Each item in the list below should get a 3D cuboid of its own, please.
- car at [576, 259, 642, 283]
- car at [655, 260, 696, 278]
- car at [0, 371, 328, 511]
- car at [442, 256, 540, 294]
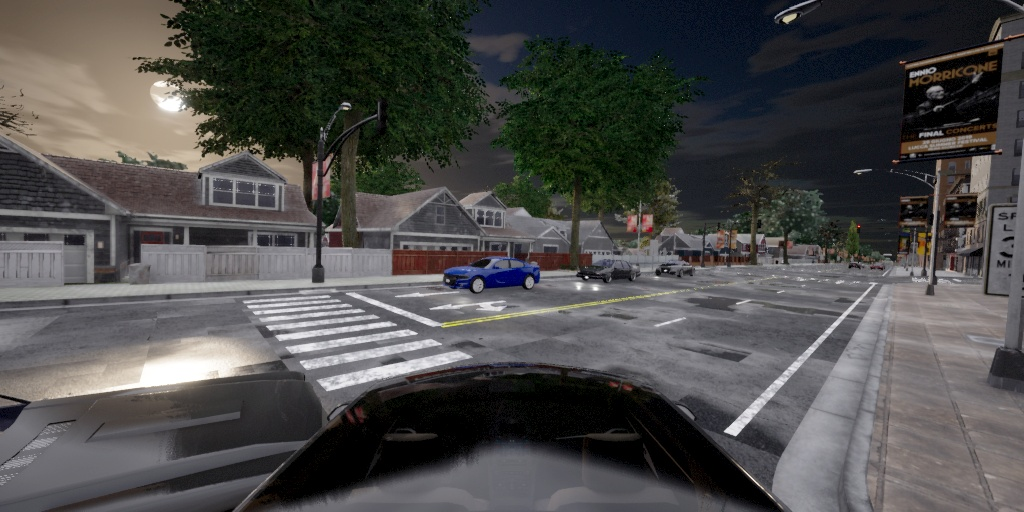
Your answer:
[{"bbox_3d":[6.466,0.917,23.417,5.357,1.411,2.033,1,2,-43],"label":"car"},{"bbox_3d":[13.796,1.009,30.199,4.181,1.385,1.994,1,2,-43],"label":"car"},{"bbox_3d":[-3.321,1.275,1.497,4.718,1.301,1.895,1,2,-33],"label":"car"},{"bbox_3d":[-0.831,0.775,16.637,5.008,1.535,1.882,1,3,-43],"label":"car"}]
